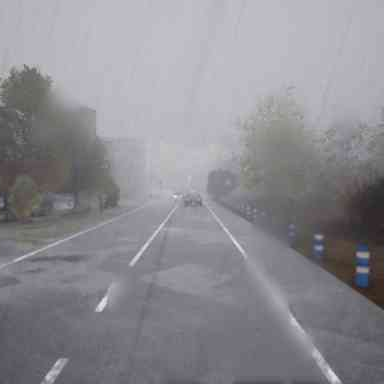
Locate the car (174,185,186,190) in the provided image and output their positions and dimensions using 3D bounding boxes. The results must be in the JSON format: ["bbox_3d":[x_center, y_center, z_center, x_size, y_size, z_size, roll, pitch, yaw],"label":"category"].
[{"bbox_3d":[-3.725,-1.042,92.686,2.150,2.045,5.566,0,2,-7],"label":"car"}]

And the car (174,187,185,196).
[{"bbox_3d":[-3.167,0.145,76.940,1.895,1.301,4.718,1,1,0],"label":"car"}]

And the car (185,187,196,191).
[{"bbox_3d":[0.160,0.345,62.380,1.812,1.442,4.674,1,1,0],"label":"car"}]

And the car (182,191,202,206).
[{"bbox_3d":[0.145,0.827,37.459,1.895,1.301,4.718,1,1,0],"label":"car"}]
